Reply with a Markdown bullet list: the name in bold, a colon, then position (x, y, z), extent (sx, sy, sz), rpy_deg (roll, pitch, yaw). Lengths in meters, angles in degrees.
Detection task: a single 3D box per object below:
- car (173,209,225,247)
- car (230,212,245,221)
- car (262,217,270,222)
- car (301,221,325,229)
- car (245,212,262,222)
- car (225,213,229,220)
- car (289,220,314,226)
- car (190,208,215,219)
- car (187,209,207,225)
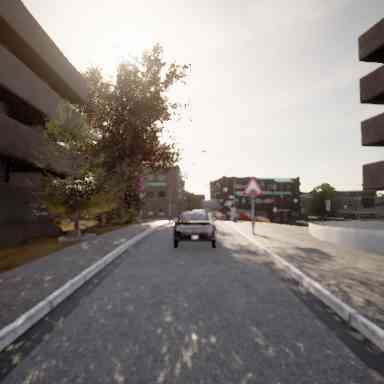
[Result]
- **car**: position (0.133, 1.633, 15.572), extent (2.128, 1.511, 4.902), rpy_deg (0, -1, 0)
- **car**: position (7.826, 4.939, 67.403), extent (2.185, 1.767, 4.553), rpy_deg (7, -6, -30)
- **car**: position (13.656, 5.684, 68.638), extent (1.946, 1.575, 5.366), rpy_deg (8, -6, -30)
- **car**: position (25.598, 6.940, 70.492), extent (2.002, 1.452, 4.674), rpy_deg (8, -6, -29)
- **car**: position (10.823, 5.124, 67.956), extent (2.435, 2.045, 5.566), rpy_deg (8, -6, -30)
- **car**: position (4.853, 4.672, 66.912), extent (2.185, 1.767, 4.553), rpy_deg (5, -6, -31)
- **car**: position (22.627, 6.634, 69.988), extent (2.002, 1.452, 4.674), rpy_deg (8, -6, -29)
- **car**: position (1.974, 4.361, 66.332), extent (2.435, 2.045, 5.566), rpy_deg (3, -5, -30)
- **car**: position (0.530, 2.458, 32.637), extent (1.812, 1.442, 4.674), rpy_deg (0, -4, 2)
